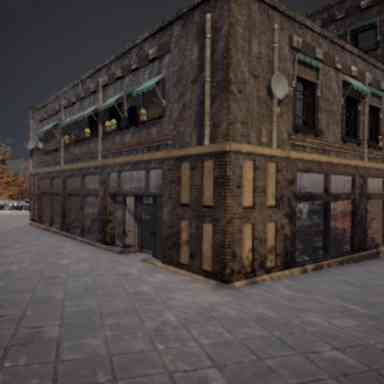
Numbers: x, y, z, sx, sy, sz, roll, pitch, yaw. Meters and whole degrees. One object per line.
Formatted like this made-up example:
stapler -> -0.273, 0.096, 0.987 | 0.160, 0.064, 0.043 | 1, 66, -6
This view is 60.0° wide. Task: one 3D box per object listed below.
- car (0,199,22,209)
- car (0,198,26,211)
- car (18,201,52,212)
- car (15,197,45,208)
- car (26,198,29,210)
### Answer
car -> -35.234, 2.259, 63.311 | 5.366, 1.575, 1.946 | 1, -2, 22
car -> -27.219, 1.912, 48.375 | 4.553, 1.767, 2.185 | 1, -2, 21
car -> -25.241, 2.294, 53.576 | 4.792, 1.488, 2.163 | 1, -2, 21
car -> -33.385, 2.168, 68.583 | 5.566, 2.045, 2.435 | 1, -1, 22
car -> -26.206, 2.185, 50.963 | 4.792, 1.488, 2.163 | 1, -2, 22
